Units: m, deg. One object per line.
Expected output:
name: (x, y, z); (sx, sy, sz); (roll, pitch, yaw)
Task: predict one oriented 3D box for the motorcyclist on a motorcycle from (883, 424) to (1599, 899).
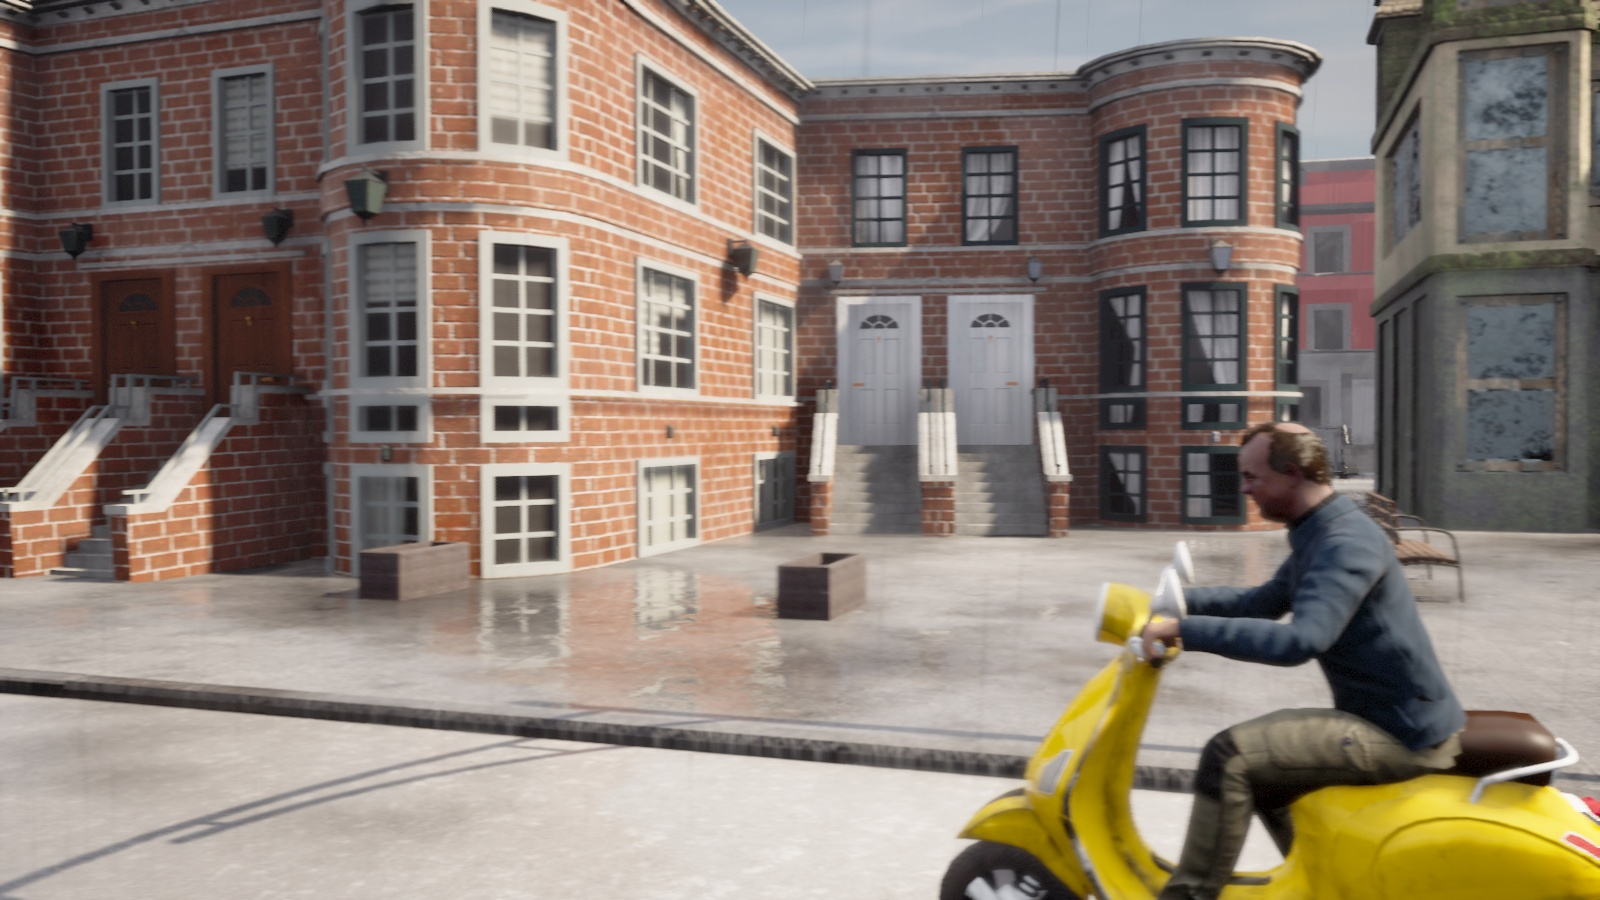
motorcyclist on a motorcycle: (1.213, 0.732, 3.310); (1.817, 1.590, 0.866); (1, 1, 19)
